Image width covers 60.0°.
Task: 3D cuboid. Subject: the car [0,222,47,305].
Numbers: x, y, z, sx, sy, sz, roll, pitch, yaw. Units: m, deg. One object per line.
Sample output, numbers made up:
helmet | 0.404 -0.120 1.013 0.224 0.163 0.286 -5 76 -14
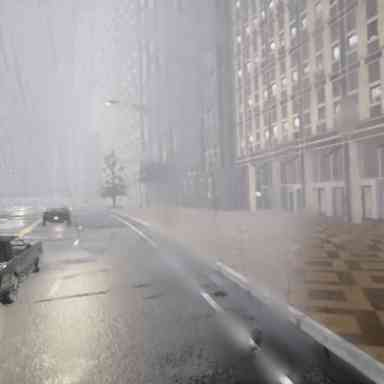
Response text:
car | -4.924 1.705 8.014 1.895 1.301 4.718 -2 0 -14

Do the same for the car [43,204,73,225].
car | -10.263 1.677 25.530 1.882 1.535 5.008 -1 0 -19
